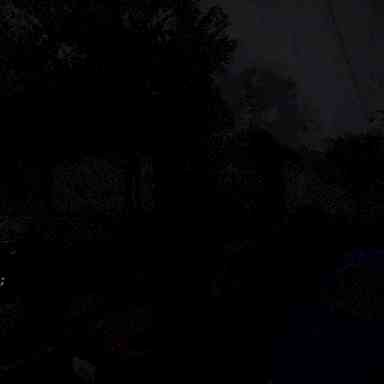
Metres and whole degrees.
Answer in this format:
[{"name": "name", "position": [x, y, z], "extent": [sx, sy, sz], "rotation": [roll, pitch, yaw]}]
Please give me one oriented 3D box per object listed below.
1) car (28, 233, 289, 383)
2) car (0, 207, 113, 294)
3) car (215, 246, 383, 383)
[{"name": "car", "position": [0.217, 1.525, 5.570], "extent": [2.163, 1.488, 4.792], "rotation": [0, 0, 36]}, {"name": "car", "position": [-4.282, 1.397, 8.853], "extent": [2.185, 1.767, 4.553], "rotation": [0, 0, 35]}, {"name": "car", "position": [2.506, 1.481, 3.980], "extent": [2.097, 1.535, 5.008], "rotation": [0, 0, 35]}]
